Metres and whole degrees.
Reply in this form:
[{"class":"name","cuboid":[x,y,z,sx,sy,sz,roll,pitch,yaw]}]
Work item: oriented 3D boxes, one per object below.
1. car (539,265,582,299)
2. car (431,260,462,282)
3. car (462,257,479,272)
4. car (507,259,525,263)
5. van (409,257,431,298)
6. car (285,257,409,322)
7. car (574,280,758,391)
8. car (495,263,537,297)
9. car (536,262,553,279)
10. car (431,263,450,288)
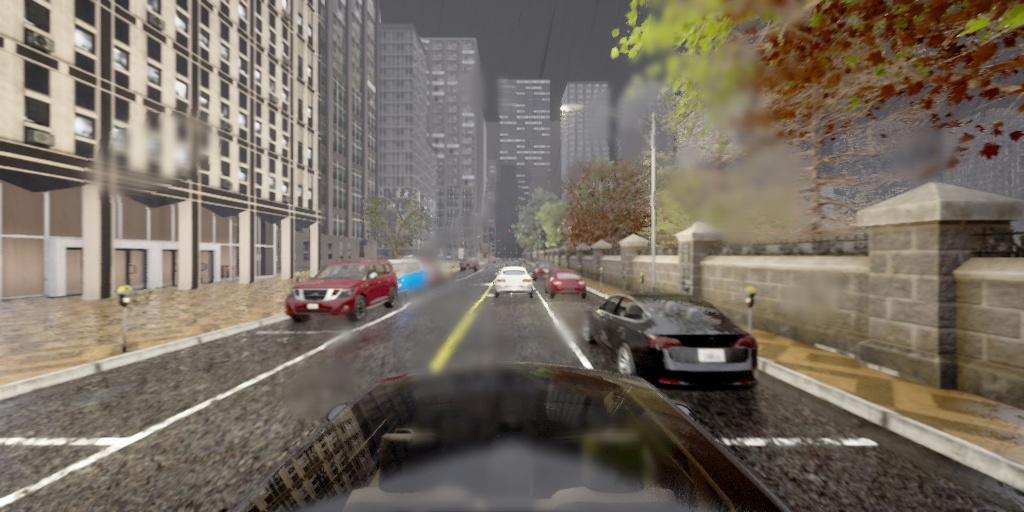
[{"class":"car","cuboid":[2.563,1.318,17.789,1.802,1.307,4.207,0,0,0]},{"class":"car","cuboid":[-5.463,1.250,28.791,1.751,1.417,4.829,0,0,0]},{"class":"car","cuboid":[-5.321,1.021,45.583,2.192,1.841,5.009,0,0,0]},{"class":"car","cuboid":[0.094,1.313,39.474,1.895,1.301,4.718,0,0,0]},{"class":"van","cuboid":[-5.461,1.077,17.880,1.690,1.789,3.998,0,0,0]},{"class":"car","cuboid":[-5.461,1.056,12.338,2.192,1.841,5.009,0,0,0]},{"class":"car","cuboid":[2.565,1.312,6.690,1.948,1.339,4.313,0,0,0]},{"class":"car","cuboid":[0.097,1.261,18.492,1.812,1.442,4.674,0,0,0]},{"class":"car","cuboid":[2.562,1.164,28.889,1.967,1.591,4.097,0,0,0]},{"class":"car","cuboid":[-5.463,1.312,23.420,1.802,1.307,4.207,0,0,0]}]
